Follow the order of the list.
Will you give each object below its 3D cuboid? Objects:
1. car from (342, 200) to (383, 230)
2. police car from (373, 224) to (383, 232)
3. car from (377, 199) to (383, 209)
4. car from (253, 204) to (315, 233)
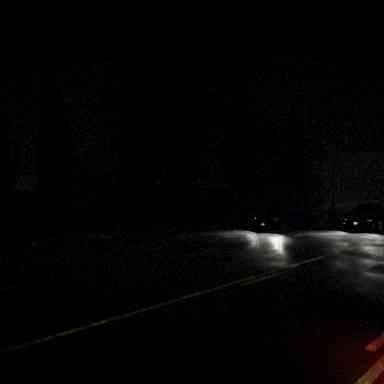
[{"bbox_3d":[10.302,1.368,19.094,4.892,1.490,1.837,-1,0,-44],"label":"car"},{"bbox_3d":[5.435,1.366,6.246,5.238,1.638,1.930,-1,0,-43],"label":"police car"},{"bbox_3d":[30.049,1.881,51.706,2.033,1.411,5.357,0,-2,26],"label":"car"},{"bbox_3d":[5.450,1.428,19.289,4.674,1.442,1.812,-1,0,-43],"label":"car"}]
